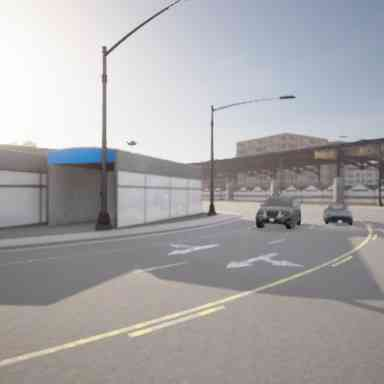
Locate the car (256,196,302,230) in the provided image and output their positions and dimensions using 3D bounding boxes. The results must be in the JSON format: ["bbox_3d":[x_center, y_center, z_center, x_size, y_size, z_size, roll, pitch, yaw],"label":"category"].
[{"bbox_3d":[5.969,1.303,22.285,2.150,2.045,5.566,0,0,26],"label":"car"}]

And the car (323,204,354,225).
[{"bbox_3d":[11.041,1.649,25.245,2.033,1.411,5.357,0,0,20],"label":"car"}]
